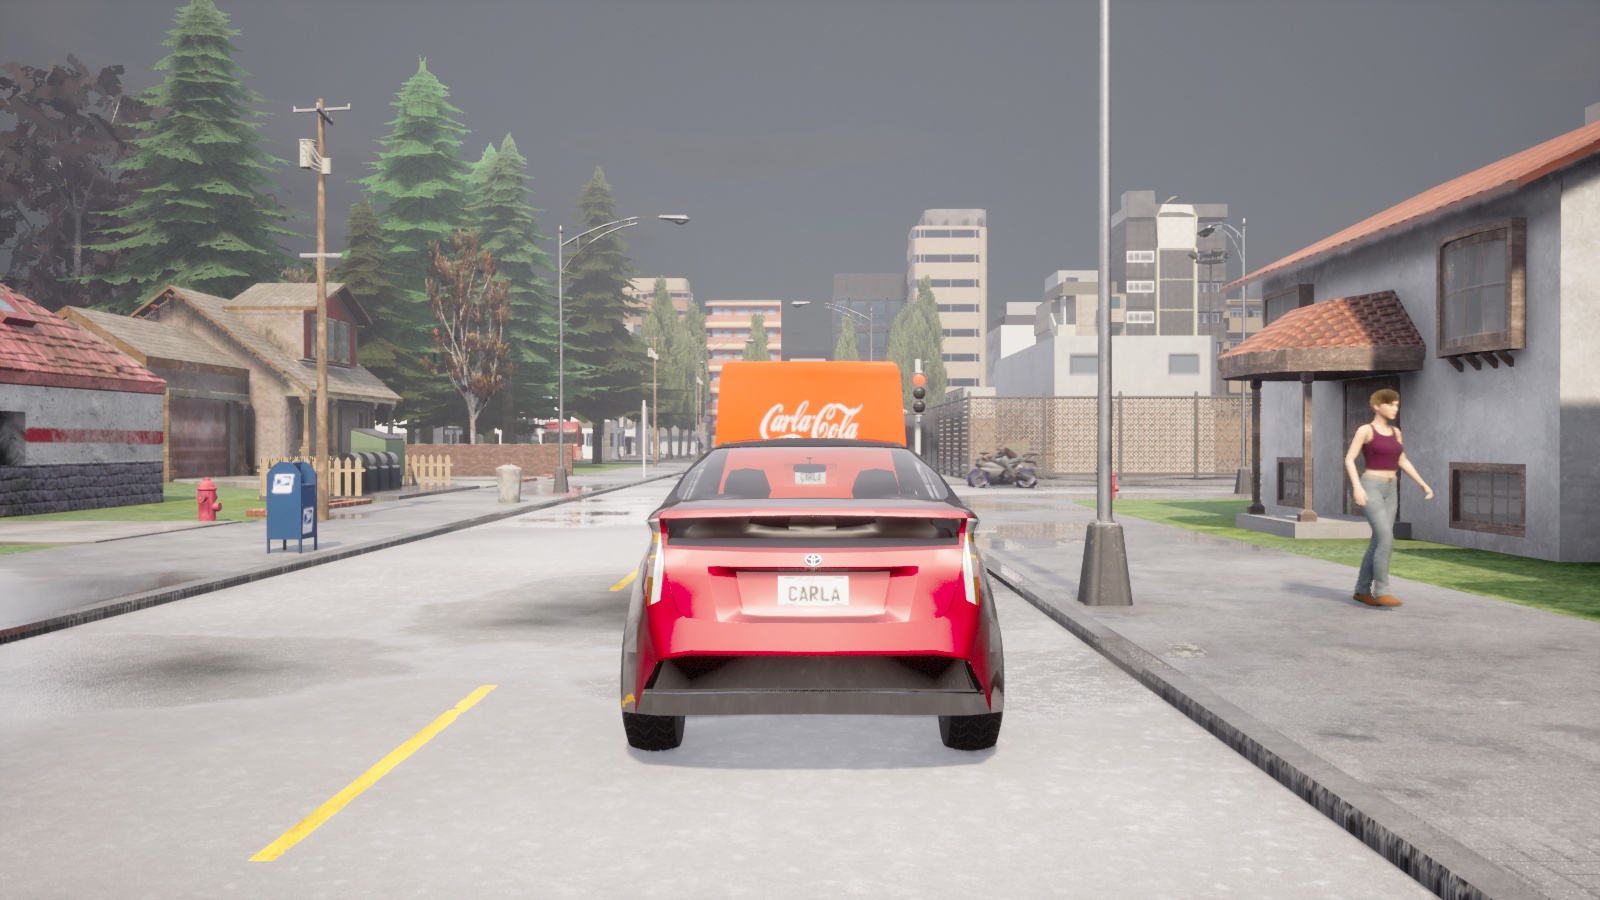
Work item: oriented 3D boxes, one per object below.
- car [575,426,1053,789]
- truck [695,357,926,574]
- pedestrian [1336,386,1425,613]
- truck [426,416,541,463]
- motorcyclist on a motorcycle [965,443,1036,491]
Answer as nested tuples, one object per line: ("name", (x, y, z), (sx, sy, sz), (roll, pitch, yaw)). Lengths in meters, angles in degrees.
("car", (0.061, 0.651, 7.533), (2.007, 1.525, 4.514), (0, 0, 0))
("truck", (0.118, 0.164, 16.898), (2.627, 2.467, 5.204), (0, 0, 0))
("pedestrian", (4.844, 0.401, 10.500), (0.345, 1.836, 0.594), (0, 0, -22))
("truck", (-23.756, -0.788, 94.488), (7.936, 3.462, 2.891), (0, 0, 2))
("motorcyclist on a motorcycle", (6.493, 0.556, 40.830), (2.191, 1.530, 0.866), (0, 0, 3))
